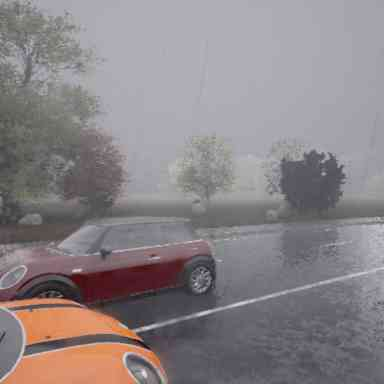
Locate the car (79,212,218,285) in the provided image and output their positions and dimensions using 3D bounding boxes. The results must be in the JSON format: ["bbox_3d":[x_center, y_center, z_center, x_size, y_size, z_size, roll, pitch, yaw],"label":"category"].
[{"bbox_3d":[-1.722,1.343,6.956,4.553,1.767,2.097,0,0,-34],"label":"car"}]

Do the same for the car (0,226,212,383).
[{"bbox_3d":[-2.330,1.348,2.031,4.553,1.767,2.097,0,0,-35],"label":"car"}]
